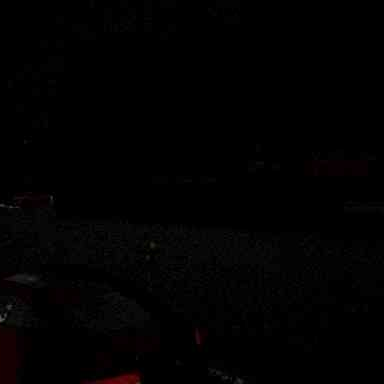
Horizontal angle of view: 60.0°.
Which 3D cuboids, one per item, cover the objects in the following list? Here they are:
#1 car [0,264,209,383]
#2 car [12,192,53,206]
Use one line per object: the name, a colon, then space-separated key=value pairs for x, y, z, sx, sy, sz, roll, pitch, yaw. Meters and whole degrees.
car: x=-1.773 y=1.581 z=4.062 sx=4.206 sy=1.307 sz=1.802 roll=0 pitch=1 yaw=35
car: x=-19.796 y=0.764 z=41.337 sx=2.097 sy=1.767 sz=4.553 roll=1 pitch=2 yaw=35
